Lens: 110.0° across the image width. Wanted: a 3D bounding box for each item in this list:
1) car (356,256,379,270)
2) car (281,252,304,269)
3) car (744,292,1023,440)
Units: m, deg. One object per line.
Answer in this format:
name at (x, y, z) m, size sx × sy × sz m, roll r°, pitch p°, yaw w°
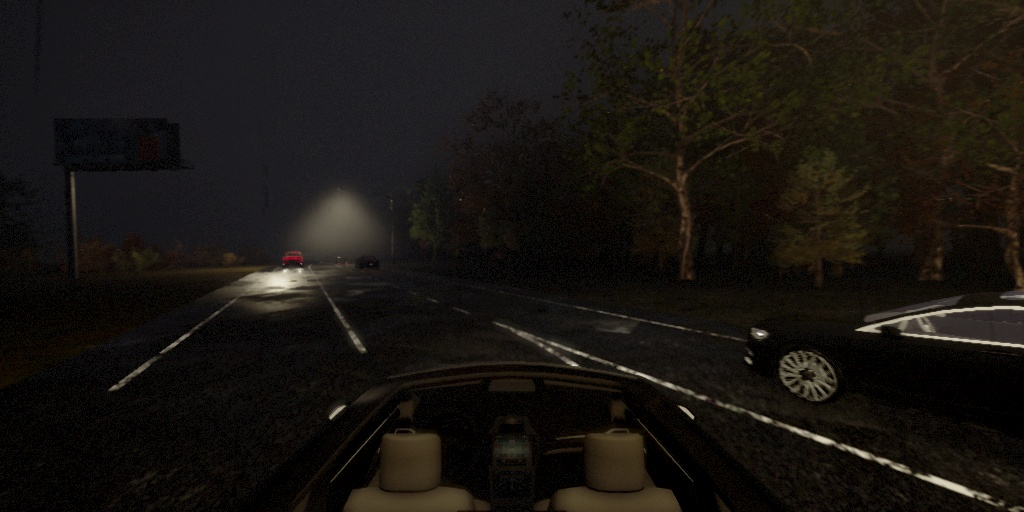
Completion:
car at (-15.910, 0.698, 39.317) m, size 1.882 × 1.535 × 5.008 m, roll -2°, pitch 1°, yaw -31°
car at (-27.447, 0.513, 44.978) m, size 2.150 × 2.045 × 5.566 m, roll -2°, pitch 1°, yaw -29°
car at (5.264, 1.127, 3.737) m, size 2.128 × 1.511 × 4.902 m, roll -2°, pitch 2°, yaw -31°
